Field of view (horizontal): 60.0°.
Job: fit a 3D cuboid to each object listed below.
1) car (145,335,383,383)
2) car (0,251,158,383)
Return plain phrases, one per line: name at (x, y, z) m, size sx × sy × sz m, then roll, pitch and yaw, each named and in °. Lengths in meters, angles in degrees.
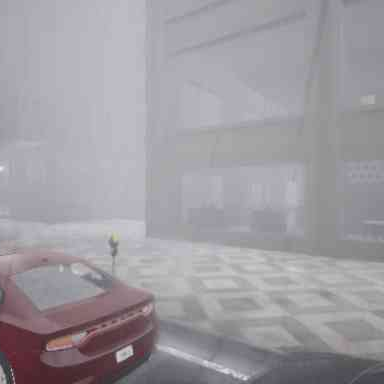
car at (2.057, 1.567, 1.496) m, size 4.313 × 1.339 × 1.947 m, roll 0°, pitch 0°, yaw 36°
car at (-2.518, 1.542, 4.759) m, size 4.507 × 1.381 × 1.887 m, roll 0°, pitch 0°, yaw 36°
